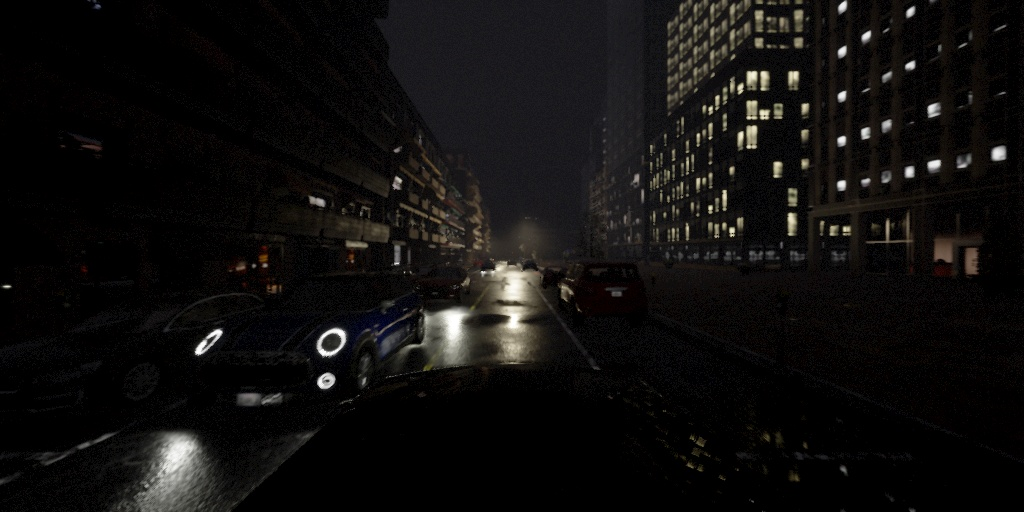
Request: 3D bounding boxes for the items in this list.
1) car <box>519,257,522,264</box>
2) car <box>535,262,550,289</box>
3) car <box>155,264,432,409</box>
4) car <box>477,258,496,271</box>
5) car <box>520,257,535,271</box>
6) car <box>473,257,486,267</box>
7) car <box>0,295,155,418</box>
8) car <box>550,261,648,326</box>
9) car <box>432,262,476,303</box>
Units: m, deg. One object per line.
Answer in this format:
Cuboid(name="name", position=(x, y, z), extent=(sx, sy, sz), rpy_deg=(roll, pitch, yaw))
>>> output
Cuboid(name="car", position=(2.692, 1.168, 61.328), extent=(1.967, 1.591, 4.097), rpy_deg=(0, 0, 0))
Cuboid(name="car", position=(2.690, 1.279, 22.644), extent=(1.888, 1.381, 4.507), rpy_deg=(0, 0, 0))
Cuboid(name="car", position=(-3.081, 1.097, 6.469), extent=(2.097, 1.767, 4.553), rpy_deg=(0, 0, 0))
Cuboid(name="car", position=(-3.079, 1.272, 47.680), extent=(2.033, 1.411, 5.357), rpy_deg=(0, 0, 0))
Cuboid(name="car", position=(2.354, 1.251, 47.747), extent=(1.812, 1.442, 4.674), rpy_deg=(0, 0, 0))
Cuboid(name="car", position=(-5.688, 1.273, 61.330), extent=(1.888, 1.381, 4.507), rpy_deg=(0, 0, 0))
Cuboid(name="car", position=(-5.690, 1.296, 6.064), extent=(2.007, 1.370, 4.403), rpy_deg=(0, 0, 0))
Cuboid(name="car", position=(2.690, 1.056, 11.589), extent=(2.192, 1.841, 5.009), rpy_deg=(0, 0, 0))
Cuboid(name="car", position=(-3.055, 1.215, 16.827), extent=(1.882, 1.535, 5.008), rpy_deg=(0, 0, 0))
